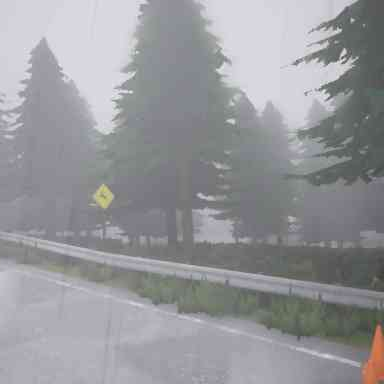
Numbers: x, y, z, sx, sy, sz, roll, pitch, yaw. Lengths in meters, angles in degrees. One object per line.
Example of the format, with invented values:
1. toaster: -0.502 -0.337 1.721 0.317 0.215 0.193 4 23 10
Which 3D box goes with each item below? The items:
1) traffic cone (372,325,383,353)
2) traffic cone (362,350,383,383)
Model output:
1. traffic cone: 2.322 1.956 4.124 0.340 0.580 0.340 0 0 34
2. traffic cone: 1.775 1.956 3.290 0.340 0.580 0.340 0 0 34
